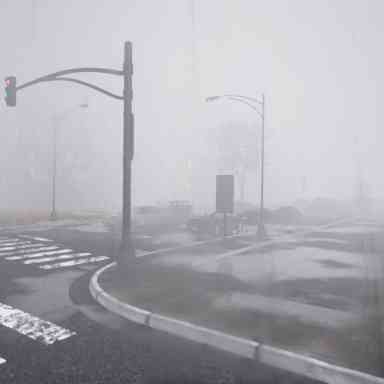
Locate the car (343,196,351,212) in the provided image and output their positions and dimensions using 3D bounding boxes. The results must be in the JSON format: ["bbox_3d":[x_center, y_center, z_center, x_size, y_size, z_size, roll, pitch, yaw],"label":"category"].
[{"bbox_3d":[18.397,1.720,42.299,1.967,1.590,4.097,1,0,36],"label":"car"}]

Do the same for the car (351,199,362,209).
[{"bbox_3d":[24.929,1.773,51.273,1.967,1.590,4.097,1,0,36],"label":"car"}]

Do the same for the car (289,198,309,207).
[{"bbox_3d":[18.075,1.726,56.098,1.752,1.417,4.829,1,0,36],"label":"car"}]

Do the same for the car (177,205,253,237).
[{"bbox_3d":[1.435,1.696,19.088,2.008,1.369,4.403,1,0,36],"label":"car"}]

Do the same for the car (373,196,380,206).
[{"bbox_3d":[34.891,1.940,64.829,1.752,1.417,4.829,1,0,36],"label":"car"}]

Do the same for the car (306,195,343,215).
[{"bbox_3d":[15.138,1.569,37.805,2.192,1.841,5.009,1,0,36],"label":"car"}]

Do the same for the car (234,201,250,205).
[{"bbox_3d":[4.683,1.642,33.485,1.812,1.442,4.674,1,0,36],"label":"car"}]

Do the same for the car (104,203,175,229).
[{"bbox_3d":[-3.540,1.652,22.310,1.895,1.301,4.718,1,0,36],"label":"car"}]

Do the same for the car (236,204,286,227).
[{"bbox_3d":[4.681,1.737,23.505,1.947,1.339,4.313,1,0,36],"label":"car"}]

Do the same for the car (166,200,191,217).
[{"bbox_3d":[-1.651,1.481,29.474,1.967,1.590,4.097,1,0,36],"label":"car"}]

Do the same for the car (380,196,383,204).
[{"bbox_3d":[41.368,1.783,73.637,2.192,1.841,5.009,1,0,36],"label":"car"}]

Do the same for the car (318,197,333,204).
[{"bbox_3d":[28.037,1.849,69.653,1.947,1.339,4.313,1,0,36],"label":"car"}]

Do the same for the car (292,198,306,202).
[{"bbox_3d":[15.926,1.728,48.630,1.837,1.490,4.892,1,0,36],"label":"car"}]

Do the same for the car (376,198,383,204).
[{"bbox_3d":[44.652,2.047,78.111,2.008,1.369,4.403,1,0,36],"label":"car"}]

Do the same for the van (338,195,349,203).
[{"bbox_3d":[37.901,1.706,83.072,1.690,1.788,3.998,1,0,36],"label":"van"}]

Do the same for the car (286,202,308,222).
[{"bbox_3d":[7.926,1.779,27.921,1.802,1.307,4.206,1,0,36],"label":"car"}]
